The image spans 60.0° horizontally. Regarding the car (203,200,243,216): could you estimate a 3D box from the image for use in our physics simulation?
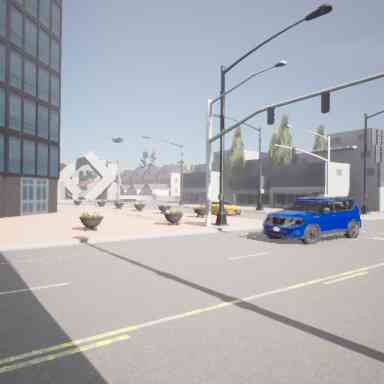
[{"bbox_3d":[3.028,1.565,33.688,1.882,1.535,5.008,1,0,-35],"label":"car"}]

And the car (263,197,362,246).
[{"bbox_3d":[5.903,1.257,15.910,5.566,2.045,2.150,0,1,-35],"label":"car"}]
